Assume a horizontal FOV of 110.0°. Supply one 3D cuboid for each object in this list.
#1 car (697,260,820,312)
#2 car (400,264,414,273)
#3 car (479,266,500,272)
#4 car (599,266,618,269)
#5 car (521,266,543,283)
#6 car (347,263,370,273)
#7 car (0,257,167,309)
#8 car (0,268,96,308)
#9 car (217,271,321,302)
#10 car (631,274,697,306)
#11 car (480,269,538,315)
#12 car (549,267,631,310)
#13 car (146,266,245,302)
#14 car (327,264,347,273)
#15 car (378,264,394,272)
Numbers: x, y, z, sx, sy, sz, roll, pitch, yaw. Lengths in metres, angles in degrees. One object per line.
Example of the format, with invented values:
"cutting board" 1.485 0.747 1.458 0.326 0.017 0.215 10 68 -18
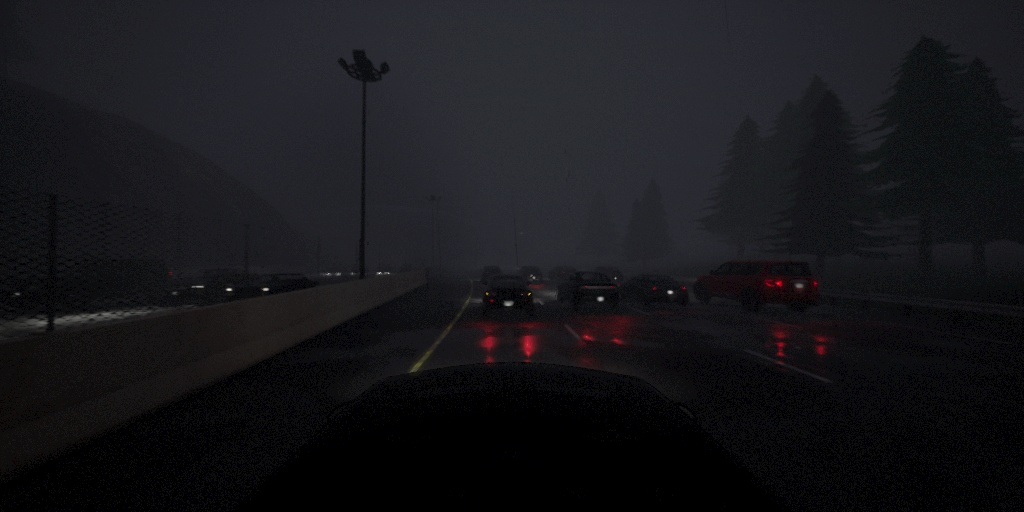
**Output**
"car" 10.266 1.199 15.631 2.150 2.045 5.566 0 -1 -3
"car" -16.688 1.909 57.357 2.033 1.411 5.357 0 -1 -9
"car" -1.938 1.639 33.134 1.837 1.490 4.892 0 -1 -8
"car" 8.620 1.695 33.341 1.837 1.490 4.892 1 -1 -8
"car" 1.582 1.658 33.233 1.837 1.490 4.892 1 -1 -8
"car" -23.539 1.857 55.962 2.033 1.411 5.357 0 -1 -9
"car" -17.959 1.053 15.631 2.150 2.045 5.566 0 -1 -3
"car" -21.455 1.300 15.193 2.128 1.511 4.902 0 -1 -3
"car" -11.026 1.485 16.904 1.895 1.301 4.718 0 -1 -4
"car" 6.639 1.543 17.290 1.994 1.385 4.181 0 -1 -3
"car" -0.196 1.431 14.219 1.812 1.442 4.674 0 -1 -2
"car" 3.220 1.436 15.909 2.128 1.511 4.902 0 -1 -3
"car" -14.606 1.368 17.812 2.128 1.511 4.902 0 -1 -4
"car" -27.047 1.889 55.708 1.895 1.301 4.718 0 -1 -9
"car" -20.342 1.918 57.978 1.994 1.385 4.181 0 -1 -9
